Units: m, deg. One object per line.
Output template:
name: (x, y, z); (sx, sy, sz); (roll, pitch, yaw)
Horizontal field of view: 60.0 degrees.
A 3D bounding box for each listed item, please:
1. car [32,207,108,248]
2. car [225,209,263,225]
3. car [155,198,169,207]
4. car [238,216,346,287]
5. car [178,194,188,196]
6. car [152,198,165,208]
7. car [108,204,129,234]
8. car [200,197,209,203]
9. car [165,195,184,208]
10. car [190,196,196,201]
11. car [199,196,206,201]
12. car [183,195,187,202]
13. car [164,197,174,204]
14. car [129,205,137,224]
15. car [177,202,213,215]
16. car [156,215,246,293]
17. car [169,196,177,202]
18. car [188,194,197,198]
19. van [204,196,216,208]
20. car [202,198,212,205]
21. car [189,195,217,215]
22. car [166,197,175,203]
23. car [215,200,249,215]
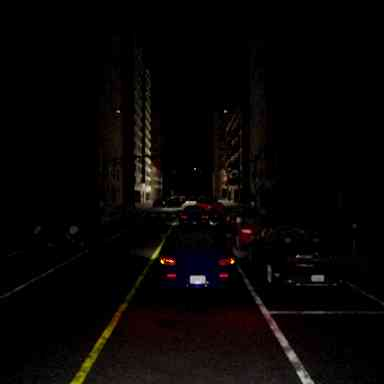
car: (-5.354, 1.500, 14.718); (1.967, 1.590, 4.097); (0, 0, 0)
car: (2.671, 1.642, 14.703); (1.802, 1.307, 4.206); (0, 0, 0)
car: (-5.237, 1.780, 58.517); (1.887, 1.381, 4.507); (0, 0, 0)
car: (2.656, 1.589, 9.185); (2.008, 1.369, 4.403); (0, 0, 0)
car: (-2.553, 1.527, 76.112); (2.150, 2.045, 5.566); (0, 0, 0)
car: (-5.253, 1.764, 52.835); (2.008, 1.369, 4.403); (0, 0, 0)
car: (-5.340, 1.607, 20.065); (1.752, 1.417, 4.829); (0, 0, 0)
car: (2.833, 1.882, 75.547); (1.802, 1.307, 4.206); (0, 0, 0)
car: (-2.701, 1.691, 52.836); (1.882, 1.535, 5.008); (0, 0, 0)
car: (0.242, 1.824, 92.961); (1.812, 1.442, 4.674); (0, 0, 0)
car: (2.879, 1.797, 92.591); (1.967, 1.590, 4.097); (0, 0, 0)
car: (-2.602, 1.810, 65.374); (2.033, 1.411, 5.357); (0, 0, 1)
car: (-5.192, 1.825, 75.393); (1.752, 1.417, 4.829); (0, 0, 0)
car: (-5.325, 1.656, 25.754); (2.008, 1.369, 4.403); (0, 0, 0)
car: (0.153, 1.613, 21.559); (1.812, 1.442, 4.674); (0, 0, 0)
car: (0.116, 1.562, 8.847); (1.812, 1.442, 4.674); (0, 0, 0)
car: (-5.146, 1.923, 92.607); (1.947, 1.339, 4.313); (0, 0, 0)
car: (0.215, 1.676, 82.929); (2.097, 1.767, 4.553); (0, 0, 0)
van: (2.772, 1.554, 52.823); (1.690, 1.788, 3.998); (0, 0, 0)
car: (2.803, 1.840, 64.184); (1.802, 1.307, 4.206); (0, 0, 0)
car: (1.932, 1.490, 34.019); (2.097, 1.767, 4.553); (0, 0, 27)
car: (-5.176, 1.885, 81.244); (1.947, 1.339, 4.313); (0, 0, 0)
car: (2.685, 1.523, 20.223); (1.967, 1.590, 4.097); (0, 0, 0)
